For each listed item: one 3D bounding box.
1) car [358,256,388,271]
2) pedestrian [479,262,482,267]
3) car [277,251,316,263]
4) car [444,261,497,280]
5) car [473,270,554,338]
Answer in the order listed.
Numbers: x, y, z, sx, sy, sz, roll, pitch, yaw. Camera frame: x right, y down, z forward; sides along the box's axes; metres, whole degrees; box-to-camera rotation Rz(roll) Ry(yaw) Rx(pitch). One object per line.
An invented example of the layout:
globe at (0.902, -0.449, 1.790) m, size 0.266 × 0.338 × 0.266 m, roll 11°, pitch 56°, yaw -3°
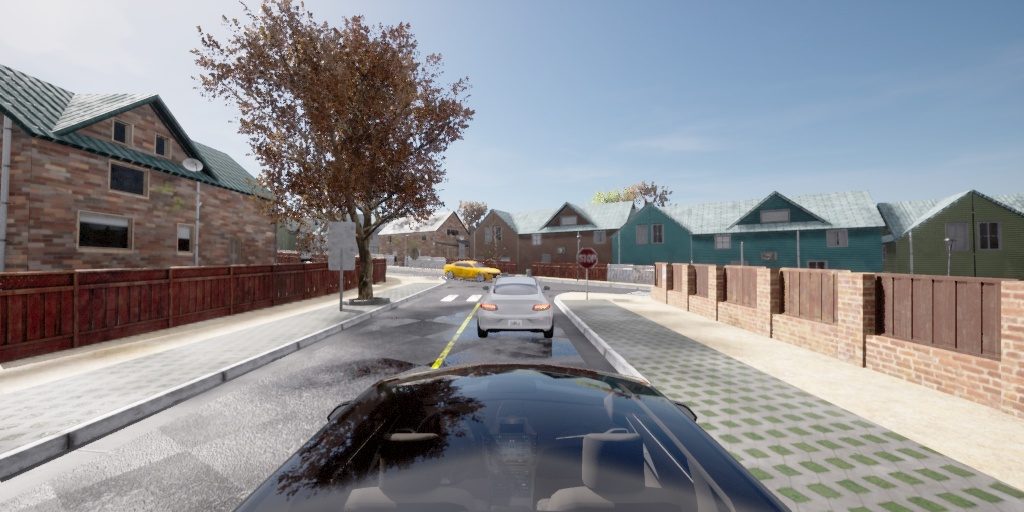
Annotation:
car at (-14.379, 0.716, 35.581) m, size 5.008 × 1.535 × 1.882 m, roll 2°, pitch 0°, yaw 32°
pedestrian at (-3.147, 1.121, 35.458) m, size 0.375 × 1.300 × 0.375 m, roll -1°, pitch -5°, yaw 32°
car at (-25.210, 0.430, 42.364) m, size 4.718 × 1.301 × 1.895 m, roll 2°, pitch 0°, yaw 32°
car at (-3.188, 1.182, 28.559) m, size 5.008 × 1.535 × 1.882 m, roll 2°, pitch 1°, yaw 32°
car at (0.116, 1.280, 10.066) m, size 1.812 × 1.442 × 4.674 m, roll 0°, pitch 0°, yaw 1°
